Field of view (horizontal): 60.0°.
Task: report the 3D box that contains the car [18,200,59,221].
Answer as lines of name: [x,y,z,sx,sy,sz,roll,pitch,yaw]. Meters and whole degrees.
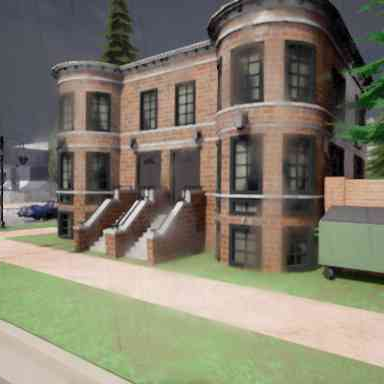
car: [-9.389,1.255,23.747,2.033,1.411,5.357,1,1,39]
